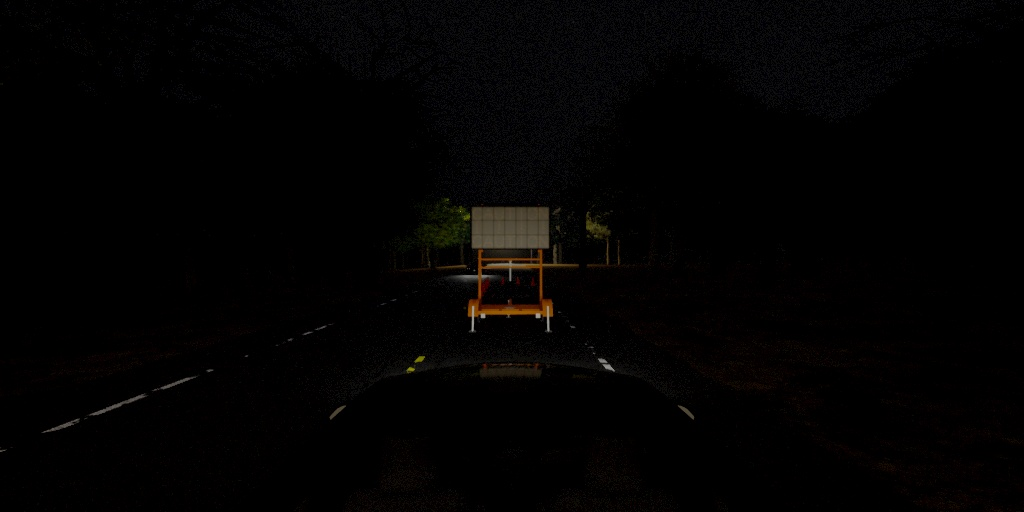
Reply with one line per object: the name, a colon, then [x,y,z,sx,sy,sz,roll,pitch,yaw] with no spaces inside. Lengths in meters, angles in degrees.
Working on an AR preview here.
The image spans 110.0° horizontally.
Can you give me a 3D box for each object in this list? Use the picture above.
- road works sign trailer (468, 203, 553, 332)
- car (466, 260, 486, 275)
road works sign trailer: [-0.047,0.213,10.855,2.380,3.560,2.880,0,0,0]
car: [-3.793,1.220,38.416,1.837,1.490,4.892,0,0,0]
